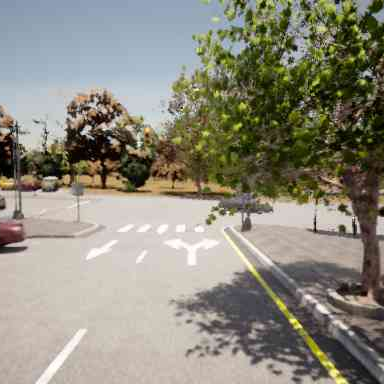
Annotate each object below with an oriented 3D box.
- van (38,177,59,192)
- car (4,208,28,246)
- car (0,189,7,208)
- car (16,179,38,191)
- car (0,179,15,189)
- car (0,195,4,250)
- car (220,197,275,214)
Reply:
[{"bbox_3d":[-20.317,-1.114,47.762,1.878,1.987,4.442,1,5,-14],"label":"van"},{"bbox_3d":[-8.717,1.530,12.360,4.674,1.452,2.002,-1,0,-19],"label":"car"},{"bbox_3d":[-17.812,0.966,29.136,2.163,1.488,4.792,0,6,-15],"label":"car"},{"bbox_3d":[-23.287,-1.139,48.158,2.185,1.767,4.553,0,5,-13],"label":"car"},{"bbox_3d":[-26.281,-1.155,48.707,1.946,1.575,5.366,0,5,-13],"label":"car"},{"bbox_3d":[-8.774,1.239,9.327,5.566,2.045,2.435,-1,0,-19],"label":"car"},{"bbox_3d":[5.257,1.207,32.418,5.357,1.411,2.033,5,4,2],"label":"car"}]
